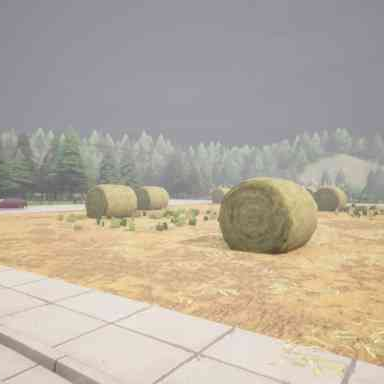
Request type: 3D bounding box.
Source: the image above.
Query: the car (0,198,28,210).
[{"bbox_3d":[-21.773,1.412,39.001,1.812,1.442,4.674,0,0,36],"label":"car"}]
